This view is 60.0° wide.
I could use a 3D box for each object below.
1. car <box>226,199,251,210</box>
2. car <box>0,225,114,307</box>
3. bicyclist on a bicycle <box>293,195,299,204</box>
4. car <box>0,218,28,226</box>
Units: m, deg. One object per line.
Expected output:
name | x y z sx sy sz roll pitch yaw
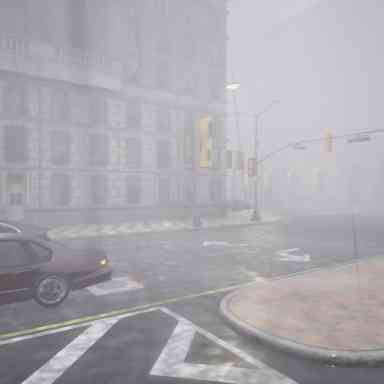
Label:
car | 5.710 1.564 43.137 1.994 1.385 4.181 0 0 -35
car | -4.315 1.547 6.460 5.357 1.411 2.033 0 0 -34
bicyclist on a bicycle | 17.887 1.300 57.105 1.656 1.620 0.582 0 0 -35
car | -6.505 1.492 9.243 4.902 1.511 2.128 0 0 -37
